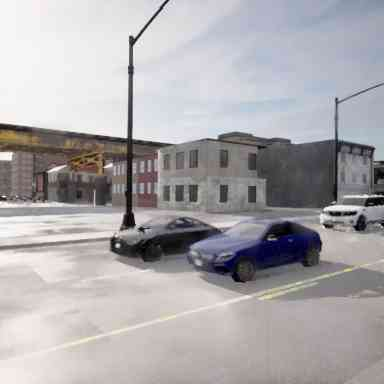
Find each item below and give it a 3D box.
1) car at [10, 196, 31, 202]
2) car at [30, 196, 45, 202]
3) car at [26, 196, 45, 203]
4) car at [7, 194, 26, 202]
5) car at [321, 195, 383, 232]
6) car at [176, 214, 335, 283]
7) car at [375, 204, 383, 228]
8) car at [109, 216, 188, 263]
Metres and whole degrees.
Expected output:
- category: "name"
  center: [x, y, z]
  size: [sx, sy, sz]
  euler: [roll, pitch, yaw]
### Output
- category: "car"
  center: [-39.644, 1.579, 77.035]
  size: [4.536, 1.218, 1.853]
  euler: [0, -1, 24]
- category: "car"
  center: [-35.875, 1.621, 77.211]
  size: [1.853, 1.218, 4.536]
  euler: [1, 0, -6]
- category: "car"
  center: [-35.870, 1.779, 77.158]
  size: [2.038, 1.542, 4.974]
  euler: [1, 0, -6]
- category: "car"
  center: [-39.598, 1.737, 77.013]
  size: [4.974, 1.542, 2.038]
  euler: [0, -1, 24]
- category: "car"
  center: [10.166, 1.197, 20.287]
  size: [5.566, 2.045, 2.150]
  euler: [0, 0, -37]
- category: "car"
  center: [2.033, 1.537, 9.888]
  size: [4.674, 1.442, 1.812]
  euler: [0, 0, -37]
- category: "car"
  center: [11.845, 1.468, 17.135]
  size: [4.902, 1.511, 2.128]
  euler: [0, 0, -36]
- category: "car"
  center: [-0.835, 1.578, 12.118]
  size: [4.181, 1.385, 1.994]
  euler: [0, 0, -37]
